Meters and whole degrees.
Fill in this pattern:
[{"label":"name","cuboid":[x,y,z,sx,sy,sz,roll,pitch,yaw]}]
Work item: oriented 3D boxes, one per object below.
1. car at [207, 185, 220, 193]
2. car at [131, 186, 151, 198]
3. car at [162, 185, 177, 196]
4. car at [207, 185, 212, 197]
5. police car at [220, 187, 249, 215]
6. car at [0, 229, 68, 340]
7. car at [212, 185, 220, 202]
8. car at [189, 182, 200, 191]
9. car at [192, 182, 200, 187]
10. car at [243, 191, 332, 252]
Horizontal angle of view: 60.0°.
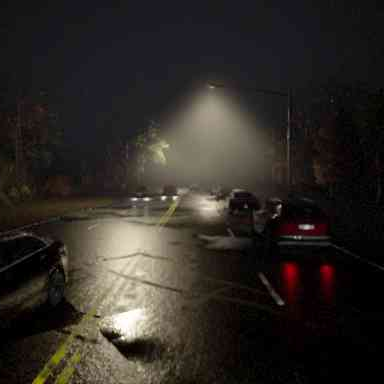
[{"label":"car","cuboid":[3.554,-0.534,55.712,1.994,1.385,4.181,0,2,1]},{"label":"car","cuboid":[-6.438,-0.051,43.056,1.812,1.442,4.674,0,2,1]},{"label":"car","cuboid":[-3.137,-0.261,47.185,1.882,1.535,5.008,0,2,1]},{"label":"car","cuboid":[3.408,-0.074,44.785,1.895,1.301,4.718,0,2,1]},{"label":"police car","cuboid":[3.307,0.583,22.908,1.930,1.638,5.238,0,3,0]},{"label":"car","cuboid":[-3.335,1.366,4.576,2.128,1.511,4.902,0,2,0]},{"label":"car","cuboid":[3.334,0.270,33.792,1.812,1.442,4.674,0,2,0]},{"label":"car","cuboid":[0.459,-0.846,64.617,1.895,1.301,4.718,-1,3,1]},{"label":"car","cuboid":[1.143,-1.977,88.070,2.033,1.411,5.357,0,2,2]},{"label":"car","cuboid":[3.297,0.992,11.810,2.033,1.649,4.856,1,2,0]}]
